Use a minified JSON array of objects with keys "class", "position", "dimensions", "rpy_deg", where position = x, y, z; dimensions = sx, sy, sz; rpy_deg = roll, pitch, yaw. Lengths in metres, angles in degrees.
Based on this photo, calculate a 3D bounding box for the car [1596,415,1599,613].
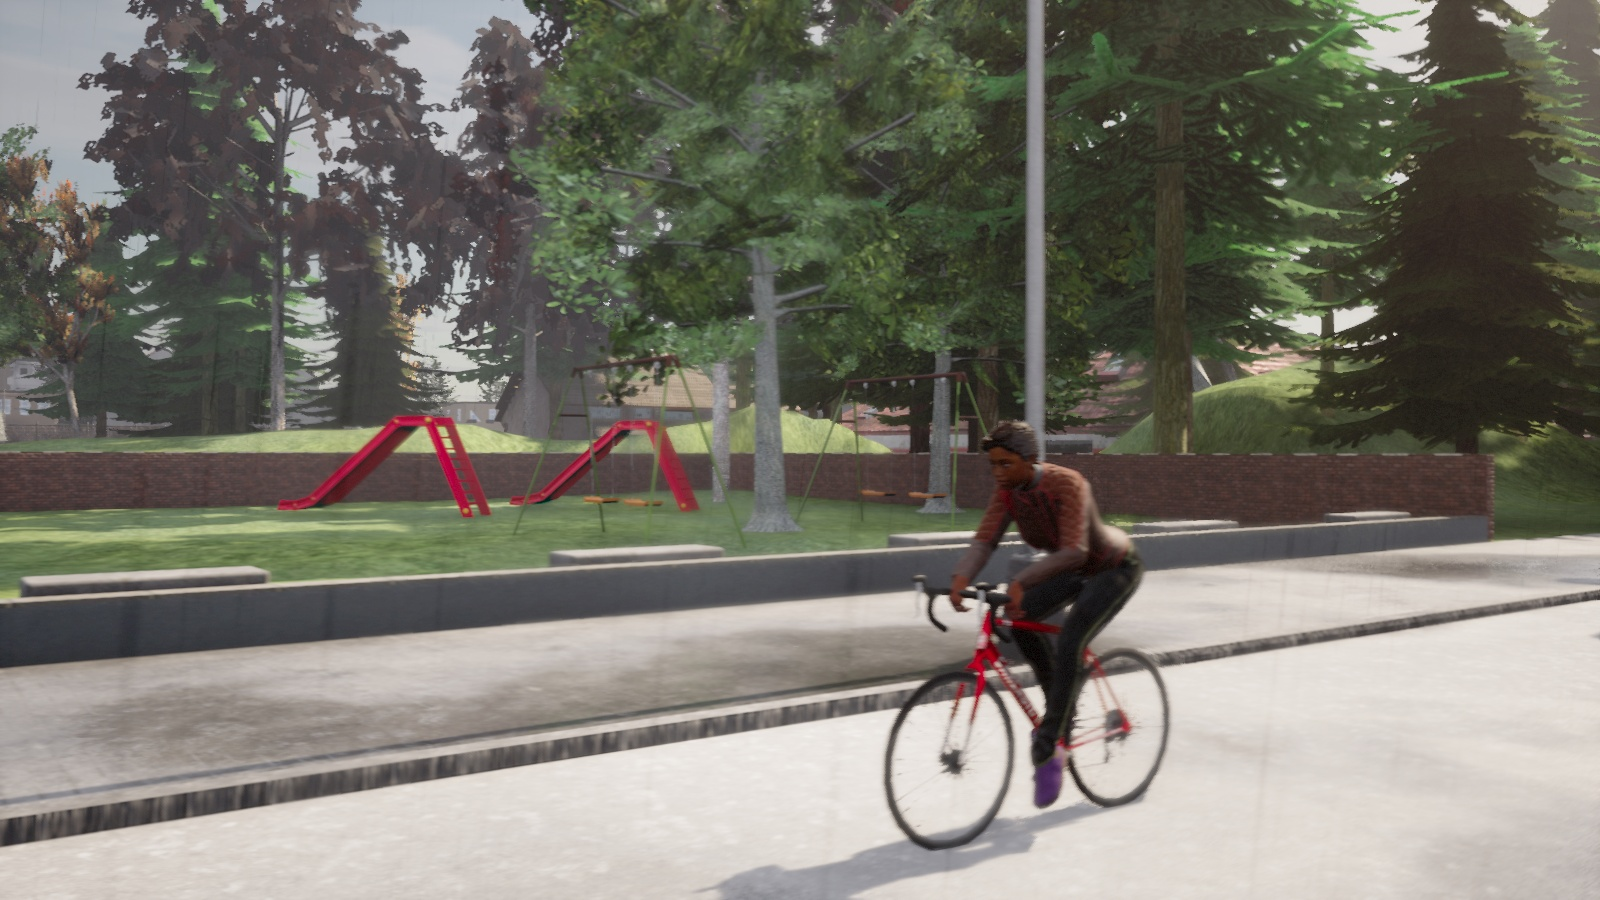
[{"class":"car","position":[9.345,0.532,11.150],"dimensions":[5.027,1.651,2.152],"rpy_deg":[0,0,-36]}]

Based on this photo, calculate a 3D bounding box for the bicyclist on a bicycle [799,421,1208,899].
[{"class":"bicyclist on a bicycle","position":[0.844,0.709,4.942],"dimensions":[1.656,1.620,0.582],"rpy_deg":[0,0,-36]}]
